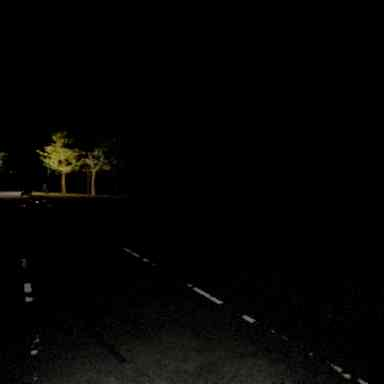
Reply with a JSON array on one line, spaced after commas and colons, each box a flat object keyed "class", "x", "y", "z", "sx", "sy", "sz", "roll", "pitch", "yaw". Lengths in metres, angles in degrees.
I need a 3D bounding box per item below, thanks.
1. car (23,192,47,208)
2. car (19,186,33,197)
[{"class": "car", "x": -17.206, "y": 1.002, "z": 36.723, "sx": 1.994, "sy": 1.385, "sz": 4.181, "roll": 2, "pitch": 0, "yaw": -28}, {"class": "car", "x": -33.401, "y": 0.016, "z": 67.261, "sx": 2.150, "sy": 2.045, "sz": 5.566, "roll": 2, "pitch": 0, "yaw": -28}]
